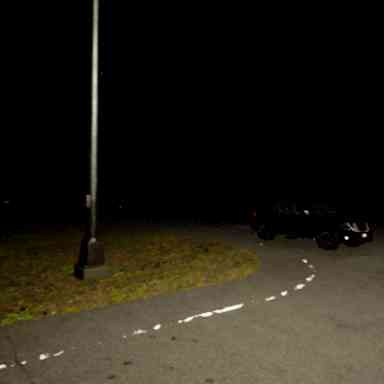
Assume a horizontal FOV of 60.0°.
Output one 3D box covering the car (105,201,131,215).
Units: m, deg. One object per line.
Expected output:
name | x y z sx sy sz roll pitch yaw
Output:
car | -11.178 2.445 50.260 2.150 2.045 5.566 3 -3 -36

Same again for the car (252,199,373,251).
car | 5.290 1.378 15.532 2.150 2.045 5.566 3 -2 -36

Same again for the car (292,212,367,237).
car | 9.067 2.081 22.219 1.994 1.385 4.181 3 -3 -36
